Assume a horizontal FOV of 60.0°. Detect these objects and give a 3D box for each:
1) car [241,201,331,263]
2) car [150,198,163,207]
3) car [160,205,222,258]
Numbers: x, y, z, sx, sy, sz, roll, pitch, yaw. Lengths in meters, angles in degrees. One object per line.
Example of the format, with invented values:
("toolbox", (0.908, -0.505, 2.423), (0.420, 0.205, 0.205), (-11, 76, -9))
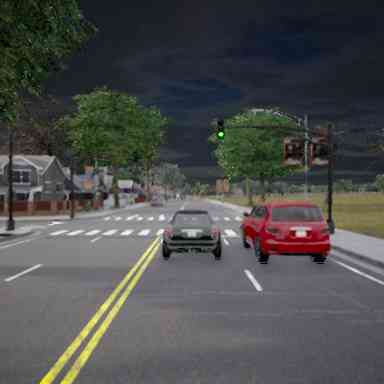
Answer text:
("car", (3.250, 1.345, 12.560), (2.150, 2.045, 5.566), (0, 0, 0))
("car", (-6.572, 1.938, 62.257), (2.097, 1.767, 4.553), (0, -1, 1))
("car", (0.007, 1.479, 13.409), (2.097, 1.767, 4.553), (0, -1, 0))
